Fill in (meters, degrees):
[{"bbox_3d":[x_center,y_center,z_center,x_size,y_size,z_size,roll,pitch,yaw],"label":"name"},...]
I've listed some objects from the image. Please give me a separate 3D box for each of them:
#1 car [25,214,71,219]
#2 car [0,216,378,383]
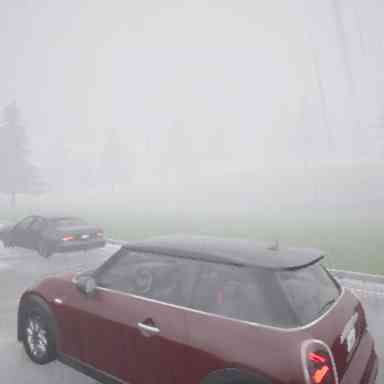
[{"bbox_3d":[-5.503,1.548,12.788,5.357,1.411,2.033,0,0,40],"label":"car"},{"bbox_3d":[-0.265,1.354,4.284,4.553,1.767,2.097,0,0,36],"label":"car"}]
